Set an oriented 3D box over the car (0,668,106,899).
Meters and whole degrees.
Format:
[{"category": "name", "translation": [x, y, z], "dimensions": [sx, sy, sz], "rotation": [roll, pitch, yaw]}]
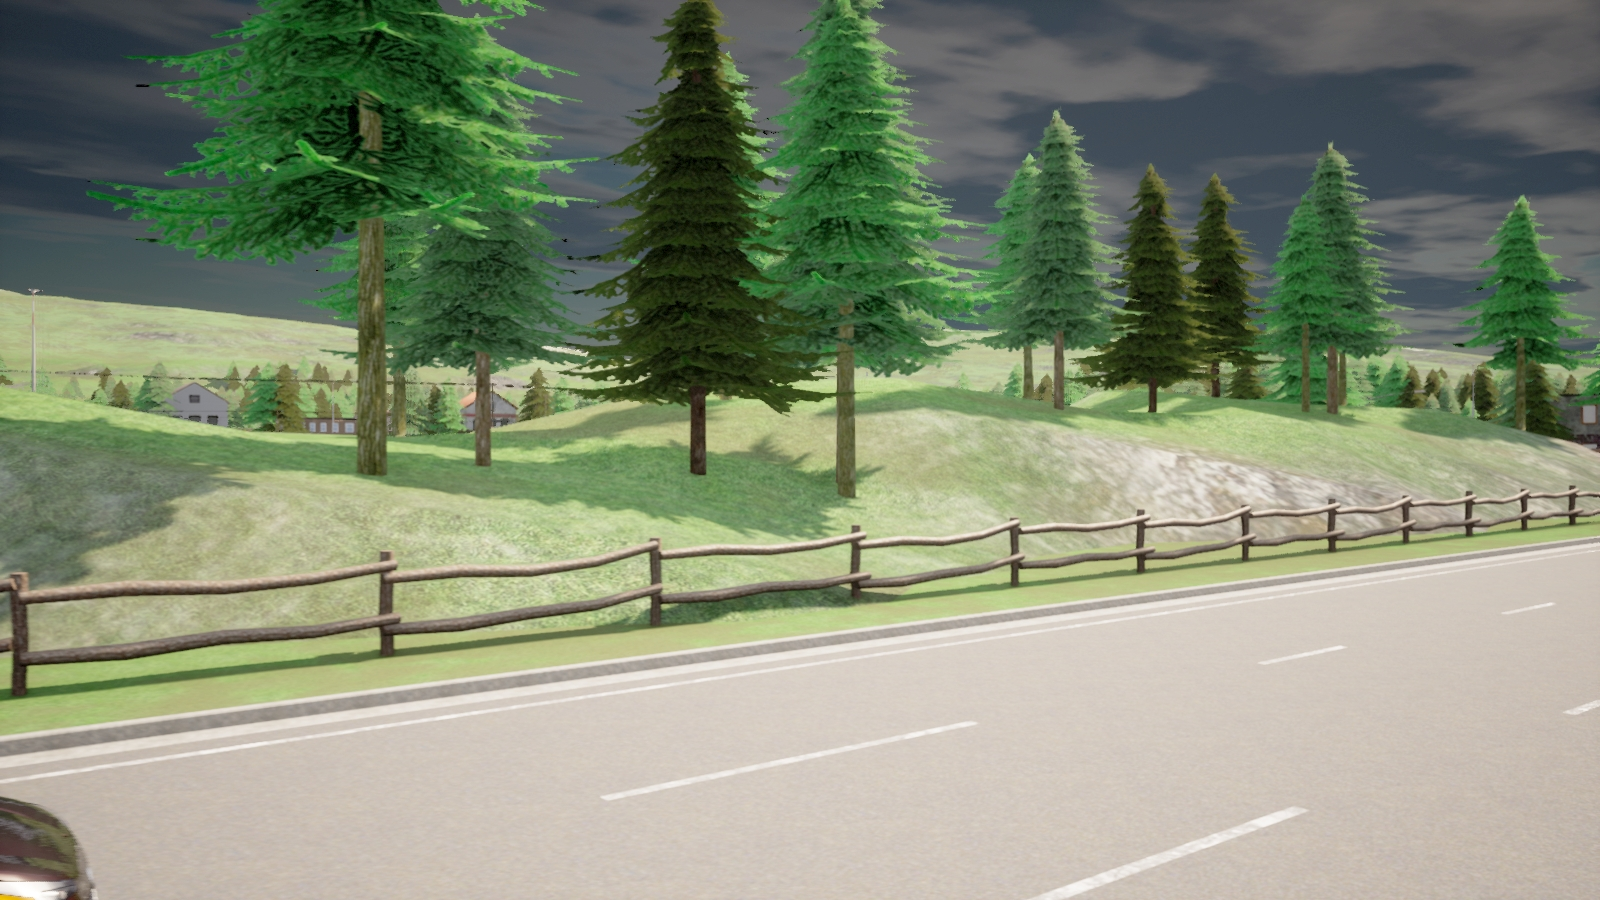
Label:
[{"category": "car", "translation": [-5.470, 2.041, 4.567], "dimensions": [4.514, 1.525, 2.007], "rotation": [0, 0, -34]}]
